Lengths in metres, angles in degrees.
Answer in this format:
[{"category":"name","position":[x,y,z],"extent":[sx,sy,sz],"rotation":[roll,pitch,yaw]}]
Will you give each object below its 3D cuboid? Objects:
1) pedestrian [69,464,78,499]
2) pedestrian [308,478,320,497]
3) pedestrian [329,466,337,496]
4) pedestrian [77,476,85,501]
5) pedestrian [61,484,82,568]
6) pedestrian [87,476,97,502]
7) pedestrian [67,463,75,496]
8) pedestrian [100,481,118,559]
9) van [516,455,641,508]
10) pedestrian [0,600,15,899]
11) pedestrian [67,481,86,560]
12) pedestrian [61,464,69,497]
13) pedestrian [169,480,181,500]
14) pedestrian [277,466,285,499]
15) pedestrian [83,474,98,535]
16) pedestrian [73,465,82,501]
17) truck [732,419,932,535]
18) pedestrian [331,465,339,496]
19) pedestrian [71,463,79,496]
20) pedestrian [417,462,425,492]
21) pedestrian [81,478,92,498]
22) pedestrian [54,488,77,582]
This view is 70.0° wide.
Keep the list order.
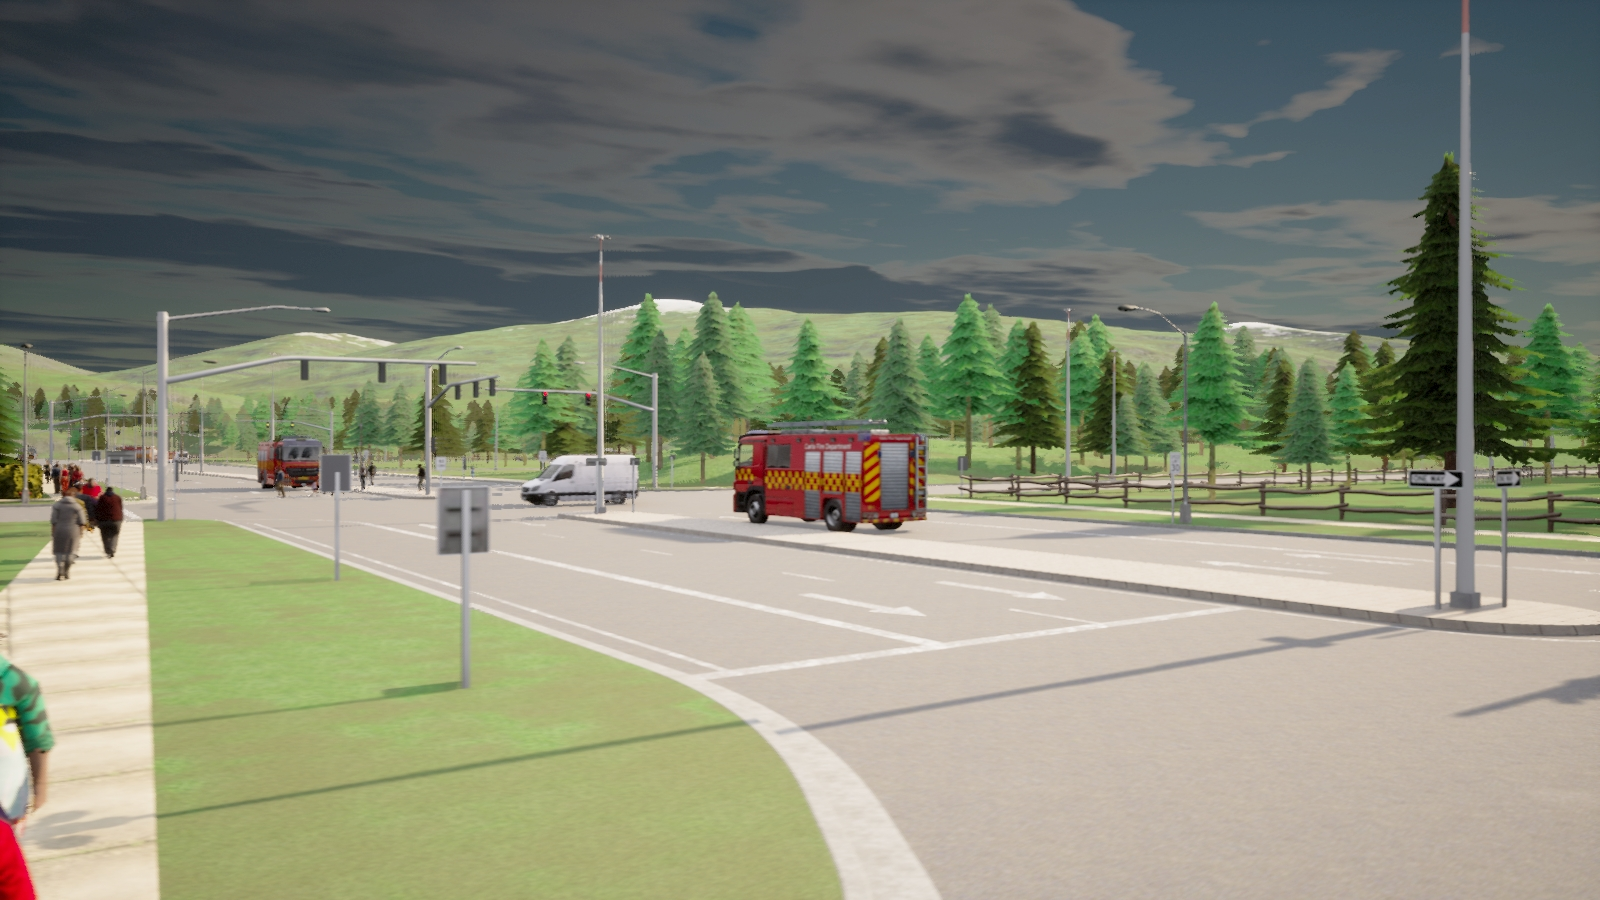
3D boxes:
[{"category":"pedestrian","position":[-39.370,1.695,61.883],"extent":[0.375,1.860,0.375],"rotation":[0,0,-28]},{"category":"pedestrian","position":[-28.871,2.228,67.879],"extent":[0.500,1.100,0.500],"rotation":[0,0,-41]},{"category":"pedestrian","position":[-28.277,1.872,69.180],"extent":[0.375,1.860,0.375],"rotation":[0,0,-33]},{"category":"pedestrian","position":[-36.857,1.975,58.573],"extent":[0.375,1.300,0.375],"rotation":[0,0,-33]},{"category":"pedestrian","position":[-16.424,1.696,25.767],"extent":[0.375,1.860,0.375],"rotation":[0,0,-30]},{"category":"pedestrian","position":[-36.248,1.977,58.489],"extent":[0.375,1.300,0.375],"rotation":[0,0,-43]},{"category":"pedestrian","position":[-42.159,1.695,66.056],"extent":[0.375,1.860,0.375],"rotation":[0,0,-34]},{"category":"pedestrian","position":[-16.827,1.696,27.825],"extent":[0.375,1.860,0.375],"rotation":[0,0,-29]},{"category":"van","position":[-11.188,1.534,57.989],"extent":[5.915,2.561,1.988],"rotation":[0,0,-35]},{"category":"pedestrian","position":[-4.085,1.697,5.595],"extent":[0.375,1.860,0.375],"rotation":[0,0,-32]},{"category":"pedestrian","position":[-17.497,1.696,27.625],"extent":[0.375,1.860,0.375],"rotation":[0,0,-31]},{"category":"pedestrian","position":[-40.989,1.695,63.686],"extent":[0.375,1.860,0.375],"rotation":[0,0,-32]},{"category":"pedestrian","position":[-34.671,2.228,63.398],"extent":[0.500,1.100,0.500],"rotation":[0,0,-37]},{"category":"pedestrian","position":[-29.689,1.866,65.360],"extent":[0.375,1.860,0.375],"rotation":[0,0,-29]},{"category":"pedestrian","position":[-22.133,1.696,35.642],"extent":[0.375,1.860,0.375],"rotation":[0,0,-31]},{"category":"pedestrian","position":[-37.449,1.695,59.226],"extent":[0.375,1.860,0.375],"rotation":[0,0,-34]},{"category":"truck","position":[0.928,0.890,41.877],"extent":[2.891,3.827,8.468],"rotation":[0,0,-34]},{"category":"pedestrian","position":[-27.934,1.848,68.631],"extent":[0.375,1.860,0.375],"rotation":[0,0,-37]},{"category":"pedestrian","position":[-41.297,1.695,65.064],"extent":[0.375,1.860,0.375],"rotation":[0,0,-27]},{"category":"pedestrian","position":[-23.803,1.695,71.754],"extent":[0.375,1.860,0.375],"rotation":[0,0,-41]},{"category":"pedestrian","position":[-39.076,2.076,62.554],"extent":[0.500,1.100,0.500],"rotation":[0,0,-35]},{"category":"pedestrian","position":[-14.809,1.696,23.049],"extent":[0.375,1.860,0.375],"rotation":[0,0,-29]}]
